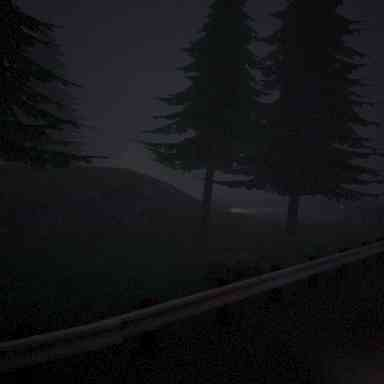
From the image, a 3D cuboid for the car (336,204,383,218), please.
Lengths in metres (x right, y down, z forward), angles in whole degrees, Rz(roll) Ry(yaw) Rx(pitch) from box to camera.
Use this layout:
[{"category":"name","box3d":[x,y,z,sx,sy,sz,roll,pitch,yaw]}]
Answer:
[{"category":"car","box3d":[15.124,1.359,28.278,4.553,1.767,2.097,0,0,36]}]

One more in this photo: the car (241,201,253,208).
[{"category":"car","box3d":[6.217,1.575,47.608,4.718,1.301,1.895,0,0,36]}]

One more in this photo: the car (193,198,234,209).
[{"category":"car","box3d":[2.848,1.515,45.721,5.357,1.411,2.033,0,0,36]}]

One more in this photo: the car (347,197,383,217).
[{"category":"car","box3d":[17.205,1.358,31.093,4.553,1.767,2.097,0,0,36]}]

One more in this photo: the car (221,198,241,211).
[{"category":"car","box3d":[2.929,1.526,41.347,5.357,1.411,2.033,0,0,36]}]

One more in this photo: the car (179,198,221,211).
[{"category":"car","box3d":[0.584,1.502,38.726,4.674,1.442,1.812,0,0,36]}]

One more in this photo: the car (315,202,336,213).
[{"category":"car","box3d":[16.038,1.507,36.239,4.892,1.490,1.837,0,0,36]}]
